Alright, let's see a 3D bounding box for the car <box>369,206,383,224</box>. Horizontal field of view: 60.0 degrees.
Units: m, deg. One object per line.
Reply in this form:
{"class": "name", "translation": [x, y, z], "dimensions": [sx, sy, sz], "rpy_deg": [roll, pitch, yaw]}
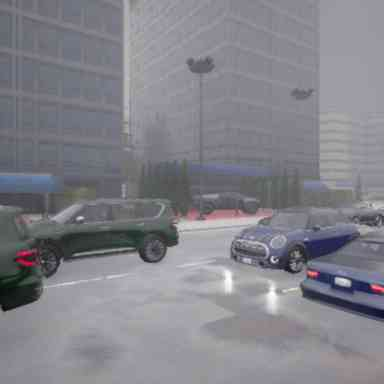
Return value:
{"class": "car", "translation": [8.972, 1.264, 18.866], "dimensions": [4.181, 1.385, 1.994], "rpy_deg": [0, 0, -35]}

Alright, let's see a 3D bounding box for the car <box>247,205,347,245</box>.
{"class": "car", "translation": [5.238, 1.487, 16.271], "dimensions": [4.902, 1.511, 2.128], "rpy_deg": [0, 0, -35]}

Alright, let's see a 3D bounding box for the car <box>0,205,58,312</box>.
{"class": "car", "translation": [-5.111, 1.224, 4.651], "dimensions": [5.566, 2.045, 2.150], "rpy_deg": [0, 0, -35]}

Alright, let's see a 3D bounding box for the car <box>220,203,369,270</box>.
{"class": "car", "translation": [3.397, 1.349, 10.691], "dimensions": [4.553, 1.767, 2.097], "rpy_deg": [0, 0, -35]}

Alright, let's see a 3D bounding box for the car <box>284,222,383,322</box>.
{"class": "car", "translation": [4.552, 1.545, 6.991], "dimensions": [5.357, 1.411, 2.033], "rpy_deg": [0, 0, -35]}

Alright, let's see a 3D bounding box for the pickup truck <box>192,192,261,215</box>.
{"class": "pickup truck", "translation": [3.198, 1.051, 30.864], "dimensions": [6.274, 2.098, 2.390], "rpy_deg": [0, 0, -5]}

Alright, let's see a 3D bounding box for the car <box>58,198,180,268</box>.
{"class": "car", "translation": [-3.020, 1.222, 10.425], "dimensions": [5.566, 2.045, 2.150], "rpy_deg": [0, 0, -35]}
